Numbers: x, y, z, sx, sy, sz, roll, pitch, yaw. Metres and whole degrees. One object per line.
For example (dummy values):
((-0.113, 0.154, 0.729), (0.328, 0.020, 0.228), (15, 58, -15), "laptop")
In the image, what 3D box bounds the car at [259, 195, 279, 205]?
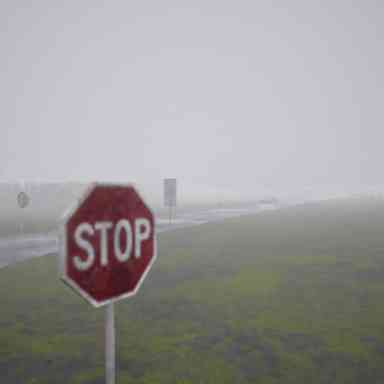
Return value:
((12.233, 1.228, 52.490), (2.033, 1.411, 5.357), (-1, 0, 30), "car")
